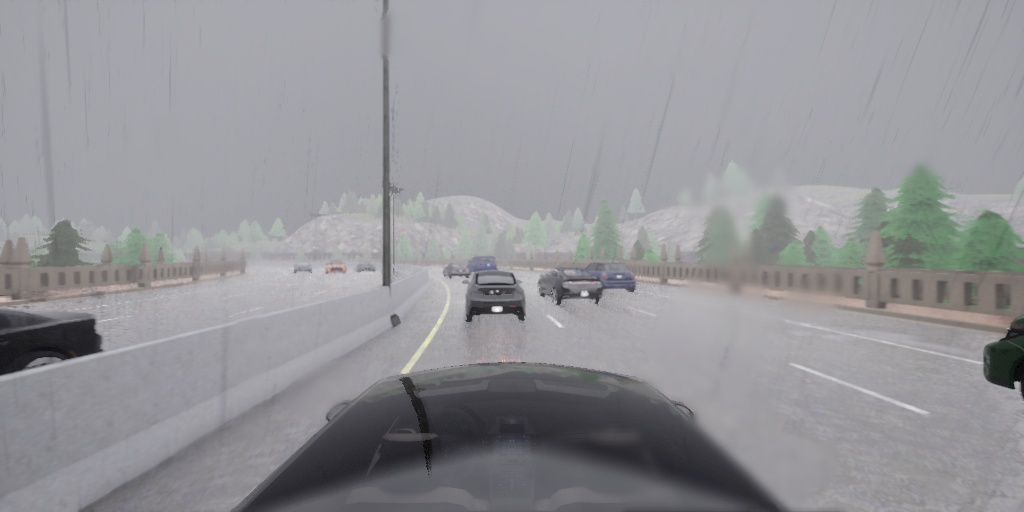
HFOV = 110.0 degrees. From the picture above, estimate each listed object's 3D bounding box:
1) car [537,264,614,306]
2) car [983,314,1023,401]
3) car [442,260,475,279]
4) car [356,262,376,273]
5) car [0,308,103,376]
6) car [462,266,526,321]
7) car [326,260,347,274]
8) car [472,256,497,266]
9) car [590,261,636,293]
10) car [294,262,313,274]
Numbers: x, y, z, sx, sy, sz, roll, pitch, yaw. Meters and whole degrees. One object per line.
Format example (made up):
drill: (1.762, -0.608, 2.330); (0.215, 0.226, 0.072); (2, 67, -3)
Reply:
car: (2.413, 1.236, 15.930); (2.128, 1.511, 4.902); (0, 0, -8)
car: (7.037, 0.957, 2.040); (2.150, 2.045, 5.566); (0, 0, -1)
car: (-5.217, 1.335, 33.231); (2.033, 1.411, 5.357); (0, 0, -19)
car: (-18.906, 1.451, 46.348); (1.994, 1.385, 4.181); (0, 0, -29)
car: (-7.241, 1.242, 3.392); (1.882, 1.535, 5.008); (0, 0, -2)
car: (-0.666, 1.256, 12.557); (1.837, 1.490, 4.892); (0, 0, -6)
car: (-21.038, 1.240, 42.884); (2.097, 1.767, 4.553); (0, 0, -28)
car: (-3.264, 1.009, 38.018); (2.150, 2.045, 5.566); (0, 0, -20)
car: (5.164, 1.091, 20.619); (2.097, 1.767, 4.553); (0, 0, -10)
car: (-26.160, 1.453, 44.919); (1.812, 1.442, 4.674); (0, -1, -30)
